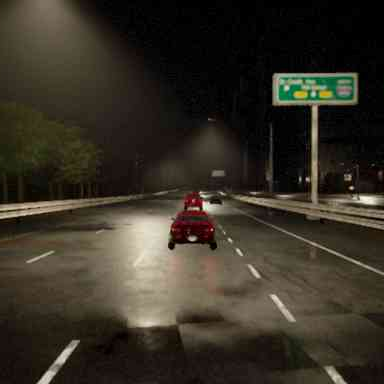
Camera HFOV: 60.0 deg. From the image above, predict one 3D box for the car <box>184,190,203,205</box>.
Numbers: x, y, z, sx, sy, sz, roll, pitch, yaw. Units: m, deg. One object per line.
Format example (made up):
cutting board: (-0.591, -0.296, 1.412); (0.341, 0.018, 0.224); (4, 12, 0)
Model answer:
car: (0.173, 1.164, 40.469); (2.150, 2.045, 5.566); (0, 0, 0)

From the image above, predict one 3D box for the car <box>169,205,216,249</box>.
car: (0.022, 1.525, 14.421); (1.812, 1.442, 4.674); (0, 0, 0)

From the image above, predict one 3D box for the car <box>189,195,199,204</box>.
car: (0.362, 1.338, 58.425); (1.837, 1.490, 4.892); (0, 0, 1)

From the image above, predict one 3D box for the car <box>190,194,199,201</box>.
car: (0.619, 1.242, 76.454); (1.994, 1.385, 4.181); (0, 0, 1)

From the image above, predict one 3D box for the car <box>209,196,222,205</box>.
car: (3.934, 1.327, 56.126); (1.882, 1.535, 5.008); (0, 1, 1)
